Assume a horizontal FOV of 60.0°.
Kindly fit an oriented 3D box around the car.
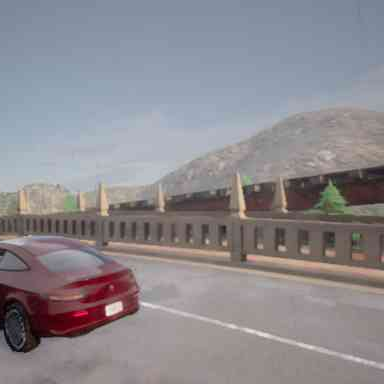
[{"bbox_3d":[-2.996,1.550,6.123,4.674,1.442,1.812,-1,-1,35],"label":"car"}]
